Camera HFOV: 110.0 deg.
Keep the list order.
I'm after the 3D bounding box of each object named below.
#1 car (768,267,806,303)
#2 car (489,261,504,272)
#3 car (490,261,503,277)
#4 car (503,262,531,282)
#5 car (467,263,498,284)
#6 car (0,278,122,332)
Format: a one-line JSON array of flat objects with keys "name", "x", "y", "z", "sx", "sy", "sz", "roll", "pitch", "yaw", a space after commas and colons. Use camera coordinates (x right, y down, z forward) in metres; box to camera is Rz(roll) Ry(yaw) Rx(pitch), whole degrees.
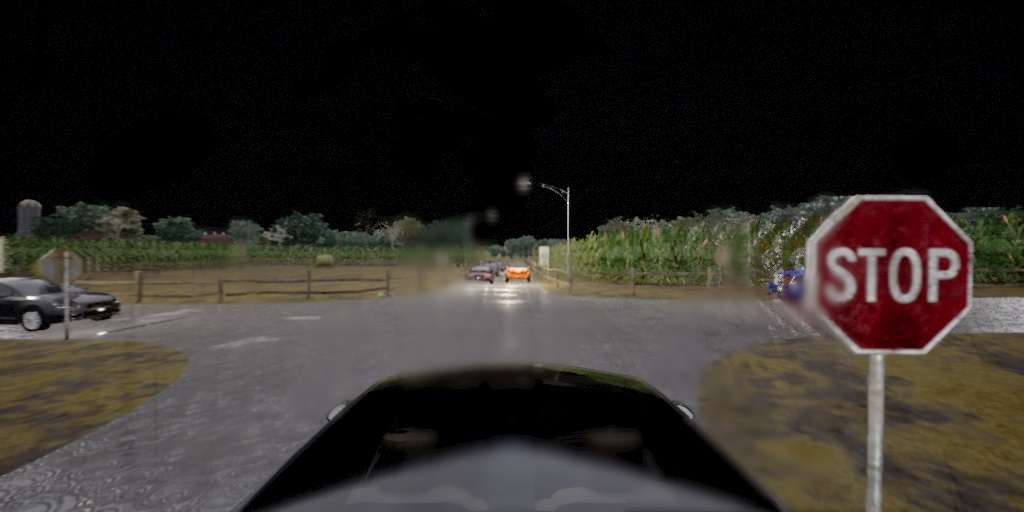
[{"name": "car", "x": 13.034, "y": 0.865, "z": 13.694, "sx": 5.566, "sy": 2.045, "sz": 2.150, "roll": -1, "pitch": 1, "yaw": 0}, {"name": "car", "x": -2.136, "y": 1.504, "z": 51.334, "sx": 1.837, "sy": 1.490, "sz": 4.892, "roll": 0, "pitch": 0, "yaw": 1}, {"name": "car", "x": -2.300, "y": 1.463, "z": 39.275, "sx": 1.837, "sy": 1.490, "sz": 4.892, "roll": 0, "pitch": 0, "yaw": 1}, {"name": "car", "x": 0.538, "y": 1.290, "z": 31.839, "sx": 2.097, "sy": 1.767, "sz": 4.553, "roll": 0, "pitch": 0, "yaw": 1}, {"name": "car", "x": -2.431, "y": 1.475, "z": 28.863, "sx": 1.994, "sy": 1.385, "sz": 4.181, "roll": 0, "pitch": 0, "yaw": 1}, {"name": "car", "x": -15.156, "y": 1.436, "z": 11.165, "sx": 4.892, "sy": 1.490, "sz": 1.837, "roll": -1, "pitch": 1, "yaw": 1}]
